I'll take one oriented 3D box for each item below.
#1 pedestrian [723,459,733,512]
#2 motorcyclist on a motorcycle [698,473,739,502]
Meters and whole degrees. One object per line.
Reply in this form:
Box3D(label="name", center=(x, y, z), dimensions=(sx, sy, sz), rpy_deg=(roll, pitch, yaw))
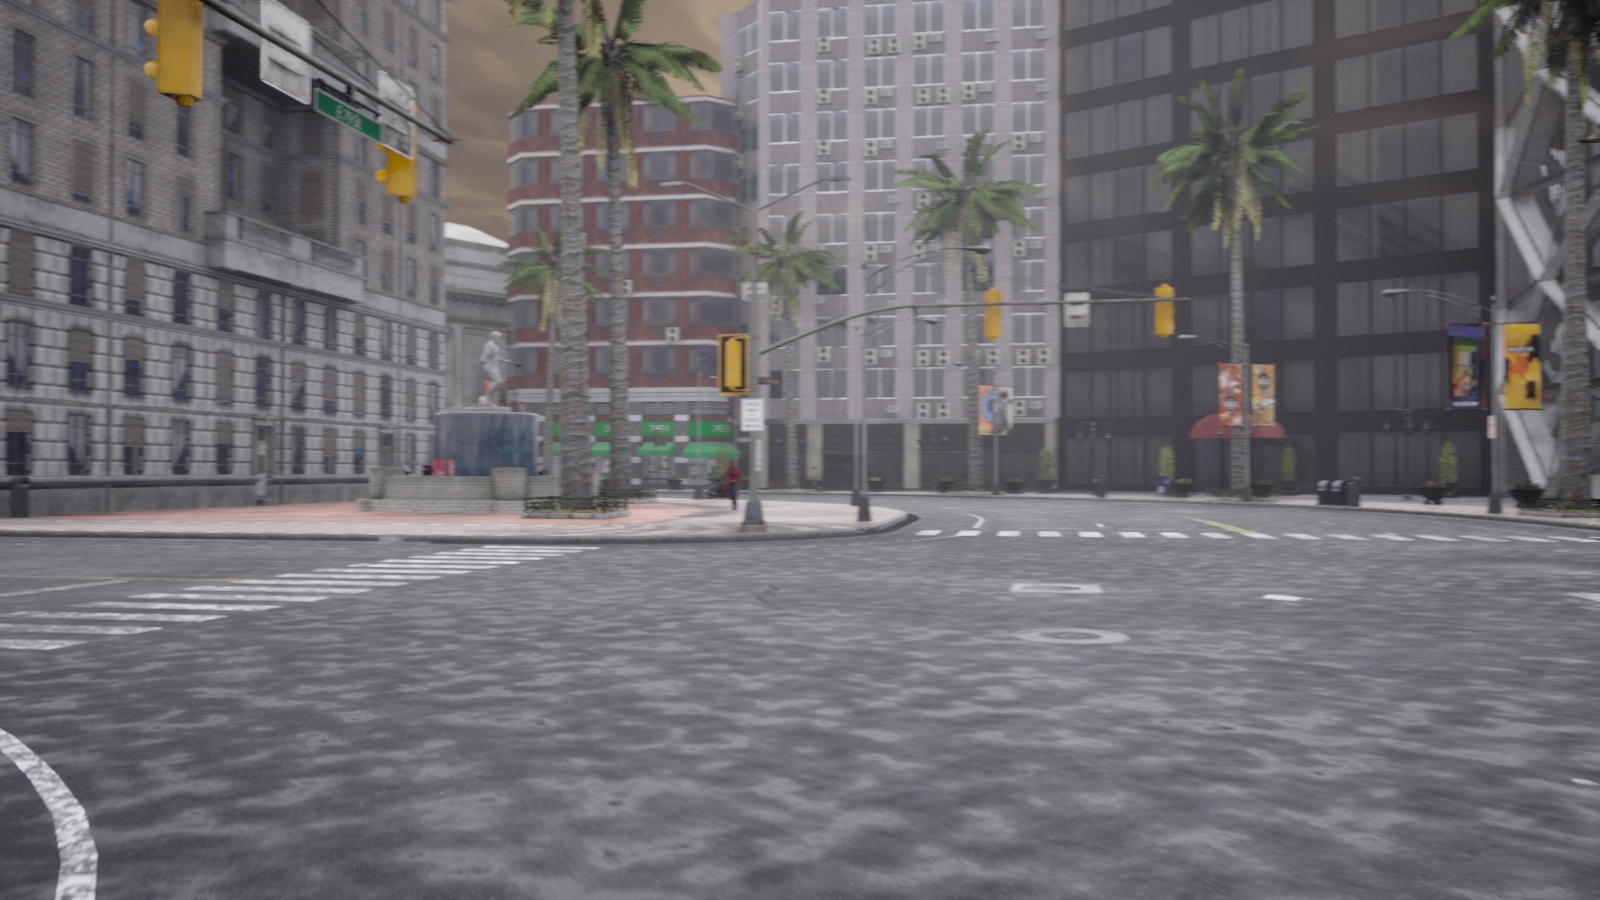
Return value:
Box3D(label="pedestrian", center=(-2.529, 1.232, 44.223), dimensions=(0.331, 1.846, 0.636), rpy_deg=(0, -1, -2))
Box3D(label="motorcyclist on a motorcycle", center=(-4.453, 2.031, 68.467), dimensions=(2.191, 1.530, 0.866), rpy_deg=(-1, -1, 39))
